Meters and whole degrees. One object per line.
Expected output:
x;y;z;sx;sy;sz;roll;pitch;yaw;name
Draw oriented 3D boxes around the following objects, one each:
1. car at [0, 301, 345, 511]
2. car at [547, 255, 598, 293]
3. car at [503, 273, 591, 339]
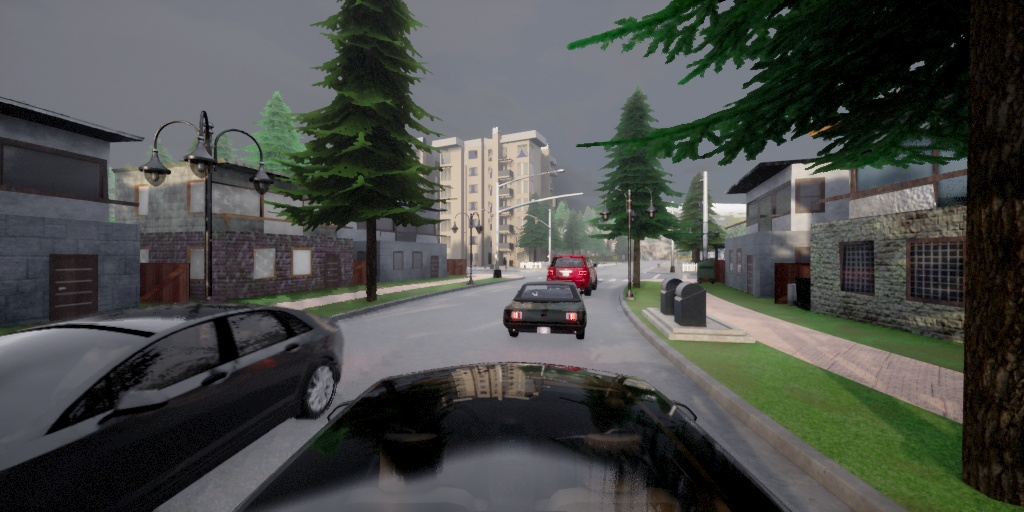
-3.354;1.255;3.116;1.837;1.490;4.892;0;0;4;car
3.370;0.971;19.596;2.150;2.045;5.566;0;0;18;car
1.073;1.351;10.100;1.895;1.301;4.718;0;0;9;car
